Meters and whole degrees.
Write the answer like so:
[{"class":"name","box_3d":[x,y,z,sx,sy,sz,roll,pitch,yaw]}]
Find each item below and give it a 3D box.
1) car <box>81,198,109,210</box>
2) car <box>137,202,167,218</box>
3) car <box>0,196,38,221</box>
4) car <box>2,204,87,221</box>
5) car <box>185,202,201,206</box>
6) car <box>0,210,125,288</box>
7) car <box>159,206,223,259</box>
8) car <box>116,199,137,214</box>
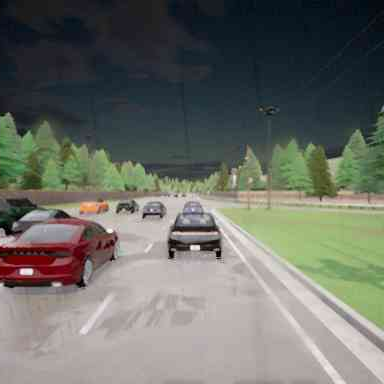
[{"class":"car","box_3d":[-10.401,1.406,35.763,2.097,1.767,4.553,0,0,0]},{"class":"car","box_3d":[-3.400,1.594,30.590,2.033,1.411,5.357,0,0,0]},{"class":"car","box_3d":[-10.400,1.250,19.010,2.150,2.045,5.566,0,0,0]},{"class":"car","box_3d":[-6.914,1.550,16.191,1.812,1.442,4.674,0,0,0]},{"class":"car","box_3d":[0.099,1.594,30.672,2.033,1.411,5.357,0,0,0]},{"class":"car","box_3d":[-3.401,1.492,9.314,1.882,1.535,5.008,0,0,0]},{"class":"car","box_3d":[0.100,1.511,12.696,2.128,1.511,4.902,0,0,0]},{"class":"car","box_3d":[-6.902,1.559,36.091,1.837,1.490,4.892,0,0,0]}]
